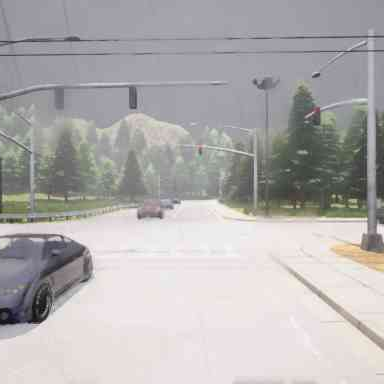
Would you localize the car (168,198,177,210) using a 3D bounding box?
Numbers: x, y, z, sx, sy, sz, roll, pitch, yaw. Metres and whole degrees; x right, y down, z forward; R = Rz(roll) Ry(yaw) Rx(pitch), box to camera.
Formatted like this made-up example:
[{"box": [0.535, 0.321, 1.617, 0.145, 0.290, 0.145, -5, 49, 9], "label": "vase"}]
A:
[{"box": [-3.500, 1.663, 45.325, 1.812, 1.442, 4.674, 0, 0, 0], "label": "car"}]

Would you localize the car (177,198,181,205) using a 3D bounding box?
[{"box": [-3.217, 1.780, 62.886, 1.895, 1.301, 4.718, 0, 0, 2], "label": "car"}]

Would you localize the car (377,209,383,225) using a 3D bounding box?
[{"box": [14.623, 1.362, 22.123, 4.553, 1.767, 2.097, 0, 0, 1], "label": "car"}]

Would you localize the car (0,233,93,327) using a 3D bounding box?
[{"box": [-3.589, 1.602, 7.092, 1.994, 1.385, 4.181, 0, 0, 0], "label": "car"}]

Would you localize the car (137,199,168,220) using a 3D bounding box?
[{"box": [-3.549, 1.449, 29.374, 2.097, 1.767, 4.553, 0, 0, 0], "label": "car"}]
